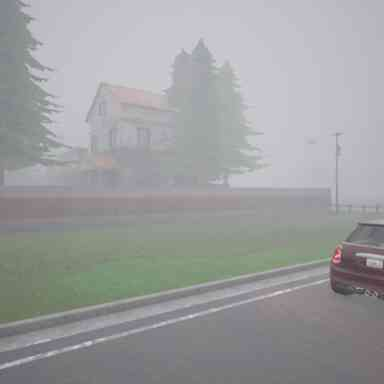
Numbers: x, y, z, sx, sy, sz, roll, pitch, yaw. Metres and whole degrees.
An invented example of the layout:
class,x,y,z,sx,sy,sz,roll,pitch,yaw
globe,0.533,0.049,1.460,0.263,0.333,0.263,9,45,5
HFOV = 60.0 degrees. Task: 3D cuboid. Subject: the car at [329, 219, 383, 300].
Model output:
class,x,y,z,sx,sy,sz,roll,pitch,yaw
car,5.139,1.349,7.428,4.553,1.767,2.097,0,0,-35
